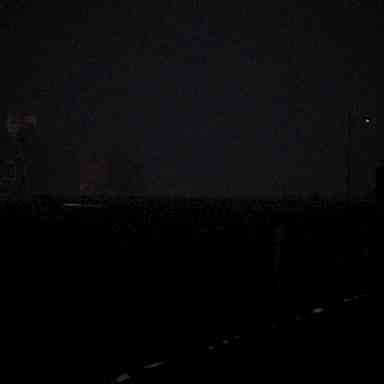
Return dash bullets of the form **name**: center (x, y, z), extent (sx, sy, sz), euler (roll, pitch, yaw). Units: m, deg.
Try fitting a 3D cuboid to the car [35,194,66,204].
- **car**: center (-19.762, 0.921, 46.465), extent (4.718, 1.301, 1.895), euler (1, 0, 34)
